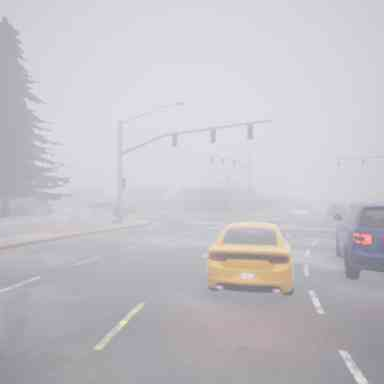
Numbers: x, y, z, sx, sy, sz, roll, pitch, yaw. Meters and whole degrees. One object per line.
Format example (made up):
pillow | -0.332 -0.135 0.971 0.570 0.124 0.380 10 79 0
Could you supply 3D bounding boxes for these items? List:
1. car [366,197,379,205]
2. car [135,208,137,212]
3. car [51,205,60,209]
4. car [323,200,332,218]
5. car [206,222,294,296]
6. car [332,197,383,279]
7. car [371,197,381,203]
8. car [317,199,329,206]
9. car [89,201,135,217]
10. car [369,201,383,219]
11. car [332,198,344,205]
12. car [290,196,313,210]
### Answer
car | 38.540 1.860 70.925 2.097 1.767 4.553 0 0 32
car | -8.686 1.804 38.903 4.892 1.490 1.837 1 0 33
car | -20.528 1.690 46.544 4.553 1.767 2.097 0 -1 33
car | 14.759 1.789 33.197 1.837 1.490 4.892 0 0 32
car | 1.653 1.540 9.034 1.882 1.535 5.008 0 0 13
car | 5.632 1.295 10.005 2.150 2.045 5.566 0 0 20
car | 44.055 1.906 79.626 1.837 1.490 4.892 0 0 32
car | 24.928 1.968 62.542 1.812 1.442 4.674 0 0 33
car | -8.614 1.778 34.692 4.892 1.490 1.837 0 0 33
car | 18.990 1.767 33.345 1.882 1.535 5.008 0 0 32
car | 33.056 2.084 75.347 1.994 1.385 4.181 0 0 32
car | 16.625 1.837 49.578 2.128 1.511 4.902 0 0 33
